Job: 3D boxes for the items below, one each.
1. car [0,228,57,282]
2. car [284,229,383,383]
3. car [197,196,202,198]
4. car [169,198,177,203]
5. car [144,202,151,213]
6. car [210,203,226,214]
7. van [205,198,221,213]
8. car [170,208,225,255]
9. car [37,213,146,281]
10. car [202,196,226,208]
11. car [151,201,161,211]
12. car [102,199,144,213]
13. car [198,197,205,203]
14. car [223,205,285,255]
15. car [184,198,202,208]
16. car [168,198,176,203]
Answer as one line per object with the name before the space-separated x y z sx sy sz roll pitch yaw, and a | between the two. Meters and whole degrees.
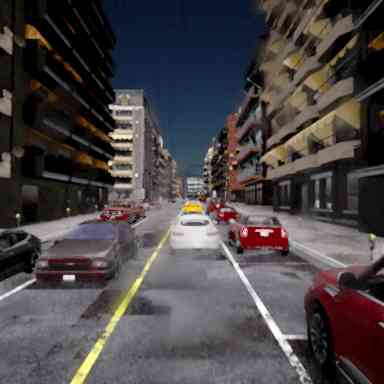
car | -5.293 1.614 8.225 1.947 1.339 4.313 1 0 0
car | 2.555 1.331 2.628 2.192 1.841 5.009 1 0 0
car | 0.173 1.733 53.512 2.097 1.767 4.553 0 0 1
car | -5.227 2.255 90.578 1.947 1.339 4.313 1 0 0
car | -5.275 1.740 30.345 1.887 1.381 4.507 1 0 0
car | 2.566 1.737 24.752 1.802 1.307 4.206 1 0 0
van | 2.584 1.621 41.348 1.690 1.788 3.998 1 0 0
car | 0.075 1.606 13.547 1.812 1.442 4.674 0 0 -1
car | -2.843 1.608 10.359 2.033 1.411 5.357 0 0 0
car | 2.580 1.551 35.817 2.192 1.841 5.009 1 0 0
car | -5.263 1.908 46.938 1.802 1.307 4.206 1 0 0
car | -5.274 1.470 24.815 2.192 1.841 5.009 1 0 0
car | 2.654 2.217 90.786 1.752 1.417 4.829 1 -1 0
car | 2.560 1.522 13.691 1.967 1.590 4.097 1 0 0
car | 0.128 1.728 37.583 1.882 1.535 5.008 0 -1 0
car | -5.231 2.208 85.017 1.947 1.339 4.313 1 0 0
